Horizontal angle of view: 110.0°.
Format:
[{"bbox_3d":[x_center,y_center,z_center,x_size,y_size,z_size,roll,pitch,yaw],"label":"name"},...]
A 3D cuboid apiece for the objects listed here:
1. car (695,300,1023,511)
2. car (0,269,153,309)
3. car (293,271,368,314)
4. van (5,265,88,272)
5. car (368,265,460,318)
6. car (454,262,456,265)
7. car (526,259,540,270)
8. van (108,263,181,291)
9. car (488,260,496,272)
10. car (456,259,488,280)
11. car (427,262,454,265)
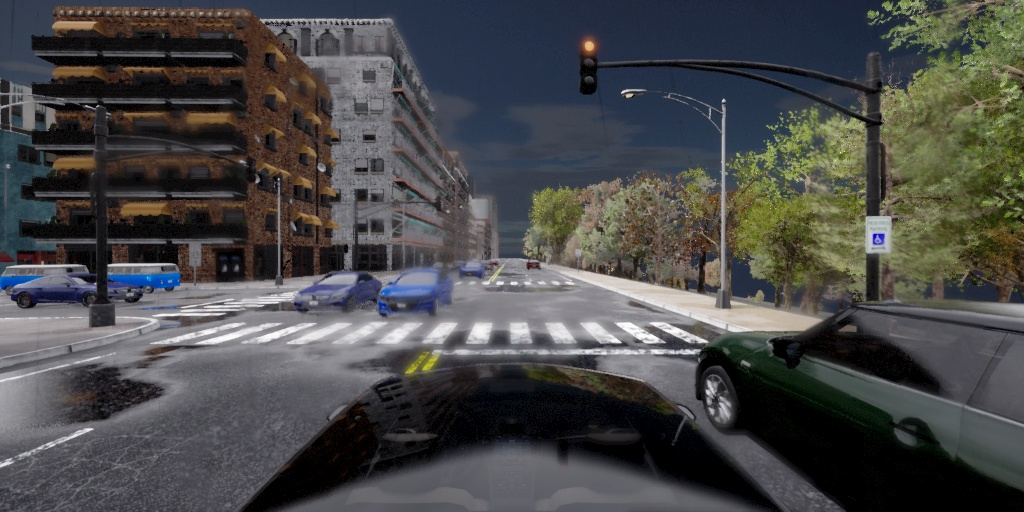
[{"bbox_3d":[3.347,1.102,2.651,2.097,1.767,4.553,0,0,0],"label":"car"},{"bbox_3d":[-19.573,1.517,16.199,4.674,1.442,1.812,-1,0,0],"label":"car"},{"bbox_3d":[-6.651,1.342,14.338,1.812,1.442,4.674,0,0,0],"label":"car"},{"bbox_3d":[-28.384,1.424,21.851,3.998,1.789,1.690,0,0,-1],"label":"van"},{"bbox_3d":[-3.402,1.266,13.525,1.882,1.535,5.008,-1,0,0],"label":"car"},{"bbox_3d":[-6.741,1.322,46.872,1.994,1.385,4.181,0,0,0],"label":"car"},{"bbox_3d":[3.184,1.240,54.371,1.882,1.535,5.008,0,0,0],"label":"car"},{"bbox_3d":[-22.783,1.351,21.946,3.998,1.789,1.690,0,0,-1],"label":"van"},{"bbox_3d":[-3.491,1.322,46.843,1.994,1.385,4.181,0,0,0],"label":"car"},{"bbox_3d":[-3.447,1.230,31.721,1.882,1.535,5.008,0,0,0],"label":"car"},{"bbox_3d":[-6.719,1.258,32.010,1.837,1.490,4.892,0,0,1],"label":"car"}]
